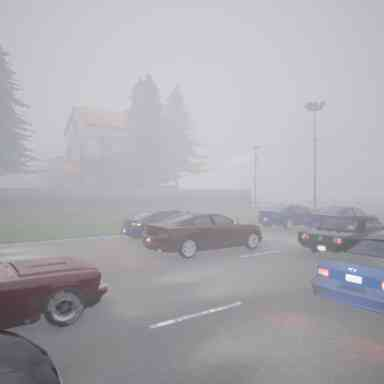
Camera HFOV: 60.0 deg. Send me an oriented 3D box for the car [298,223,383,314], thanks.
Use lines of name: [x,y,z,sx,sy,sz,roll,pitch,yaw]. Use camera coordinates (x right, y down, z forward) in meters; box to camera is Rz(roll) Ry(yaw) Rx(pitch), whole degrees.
car: [4.835,1.547,7.204,5.357,1.411,2.033,0,0,-35]

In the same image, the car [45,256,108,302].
car: [-3.863,1.601,5.341,4.718,1.301,1.895,0,0,-35]

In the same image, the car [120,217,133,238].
car: [-1.087,1.526,15.885,4.674,1.442,1.812,0,0,-36]

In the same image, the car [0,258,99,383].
car: [-3.154,1.492,1.512,4.902,1.511,2.128,0,0,-35]

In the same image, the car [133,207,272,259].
car: [0.538,1.478,12.752,5.008,1.535,1.882,0,0,-35]

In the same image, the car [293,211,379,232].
car: [6.171,1.601,12.464,4.718,1.301,1.895,0,0,-36]

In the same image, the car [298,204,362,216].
car: [8.326,1.478,18.307,5.008,1.535,1.882,0,0,-36]

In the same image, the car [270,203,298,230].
car: [6.383,1.478,21.218,5.008,1.535,1.882,0,0,-36]
